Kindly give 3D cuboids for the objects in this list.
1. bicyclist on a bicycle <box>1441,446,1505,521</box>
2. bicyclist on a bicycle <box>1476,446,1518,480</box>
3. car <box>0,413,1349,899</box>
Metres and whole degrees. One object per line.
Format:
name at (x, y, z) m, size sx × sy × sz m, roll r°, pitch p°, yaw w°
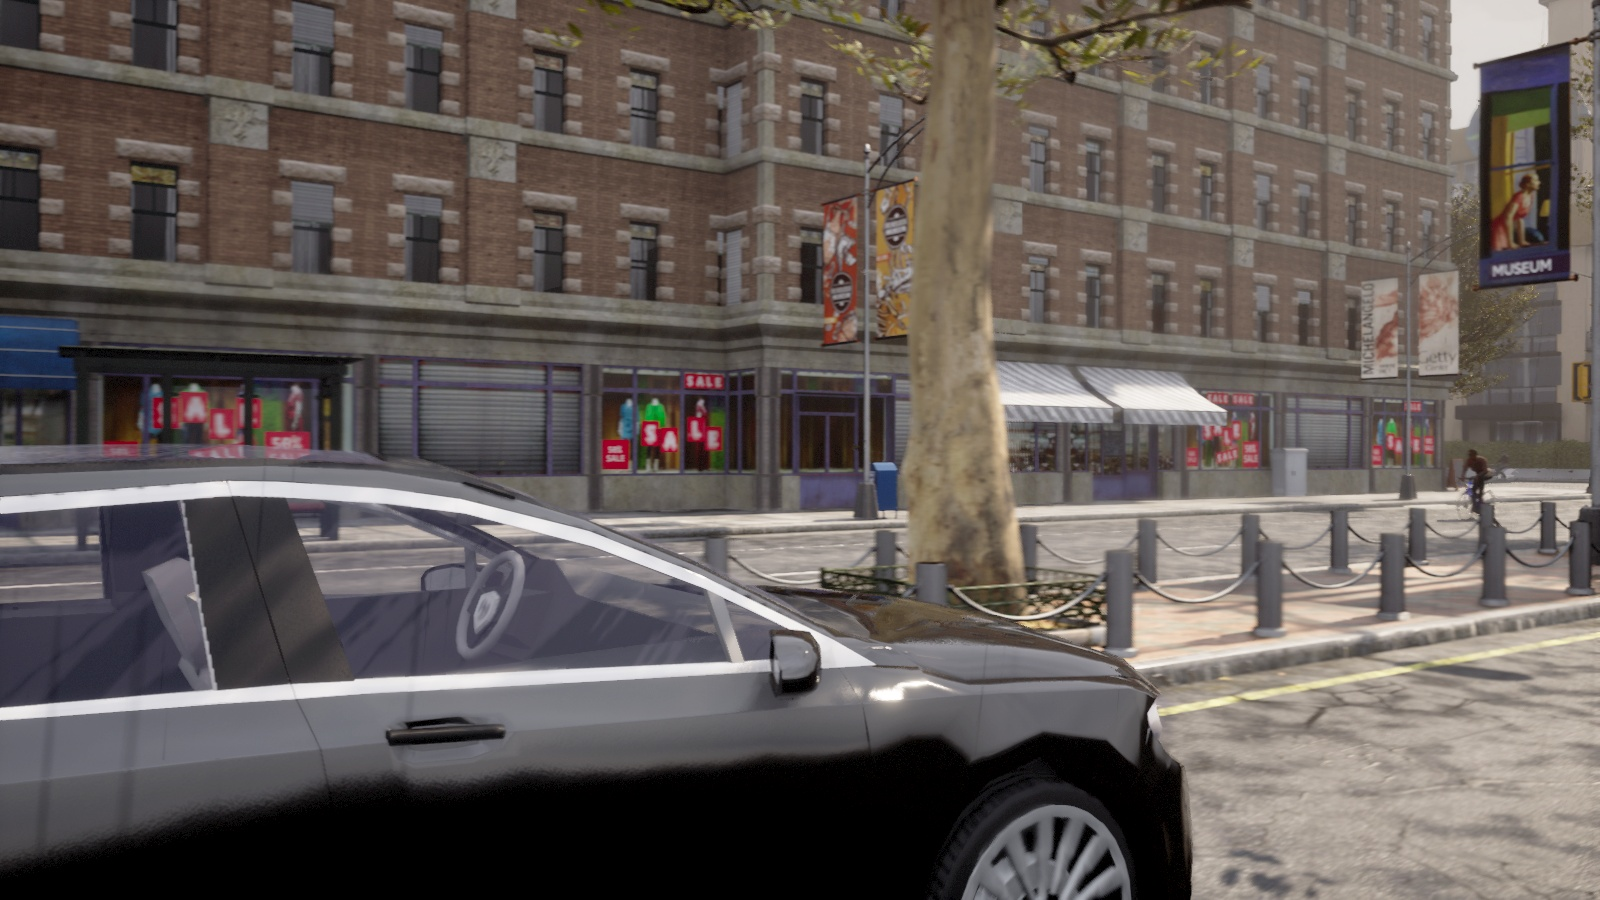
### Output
bicyclist on a bicycle at (15.115, 0.735, 28.190) m, size 1.656 × 1.620 × 0.582 m, roll 0°, pitch 0°, yaw -35°
bicyclist on a bicycle at (36.851, 0.700, 66.380) m, size 0.659 × 1.776 × 1.843 m, roll 0°, pitch 0°, yaw -35°
car at (-1.137, 0.710, 2.867) m, size 4.902 × 1.511 × 2.128 m, roll 0°, pitch 0°, yaw -35°
